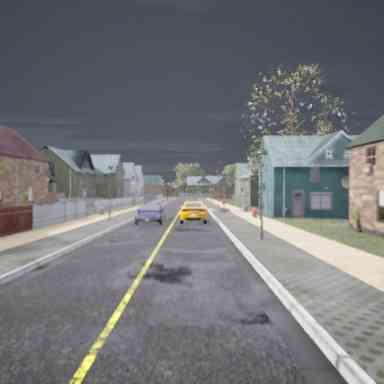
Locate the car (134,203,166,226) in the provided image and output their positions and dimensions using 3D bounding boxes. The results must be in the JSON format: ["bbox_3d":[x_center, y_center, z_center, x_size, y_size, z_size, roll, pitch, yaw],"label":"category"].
[{"bbox_3d":[-2.858,1.510,23.521,1.812,1.442,4.674,0,0,0],"label":"car"}]

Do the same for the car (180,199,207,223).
[{"bbox_3d":[0.100,1.461,25.388,1.882,1.535,5.008,0,0,0],"label":"car"}]

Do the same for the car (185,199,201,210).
[{"bbox_3d":[0.098,1.574,42.943,1.895,1.301,4.718,0,0,0],"label":"car"}]
